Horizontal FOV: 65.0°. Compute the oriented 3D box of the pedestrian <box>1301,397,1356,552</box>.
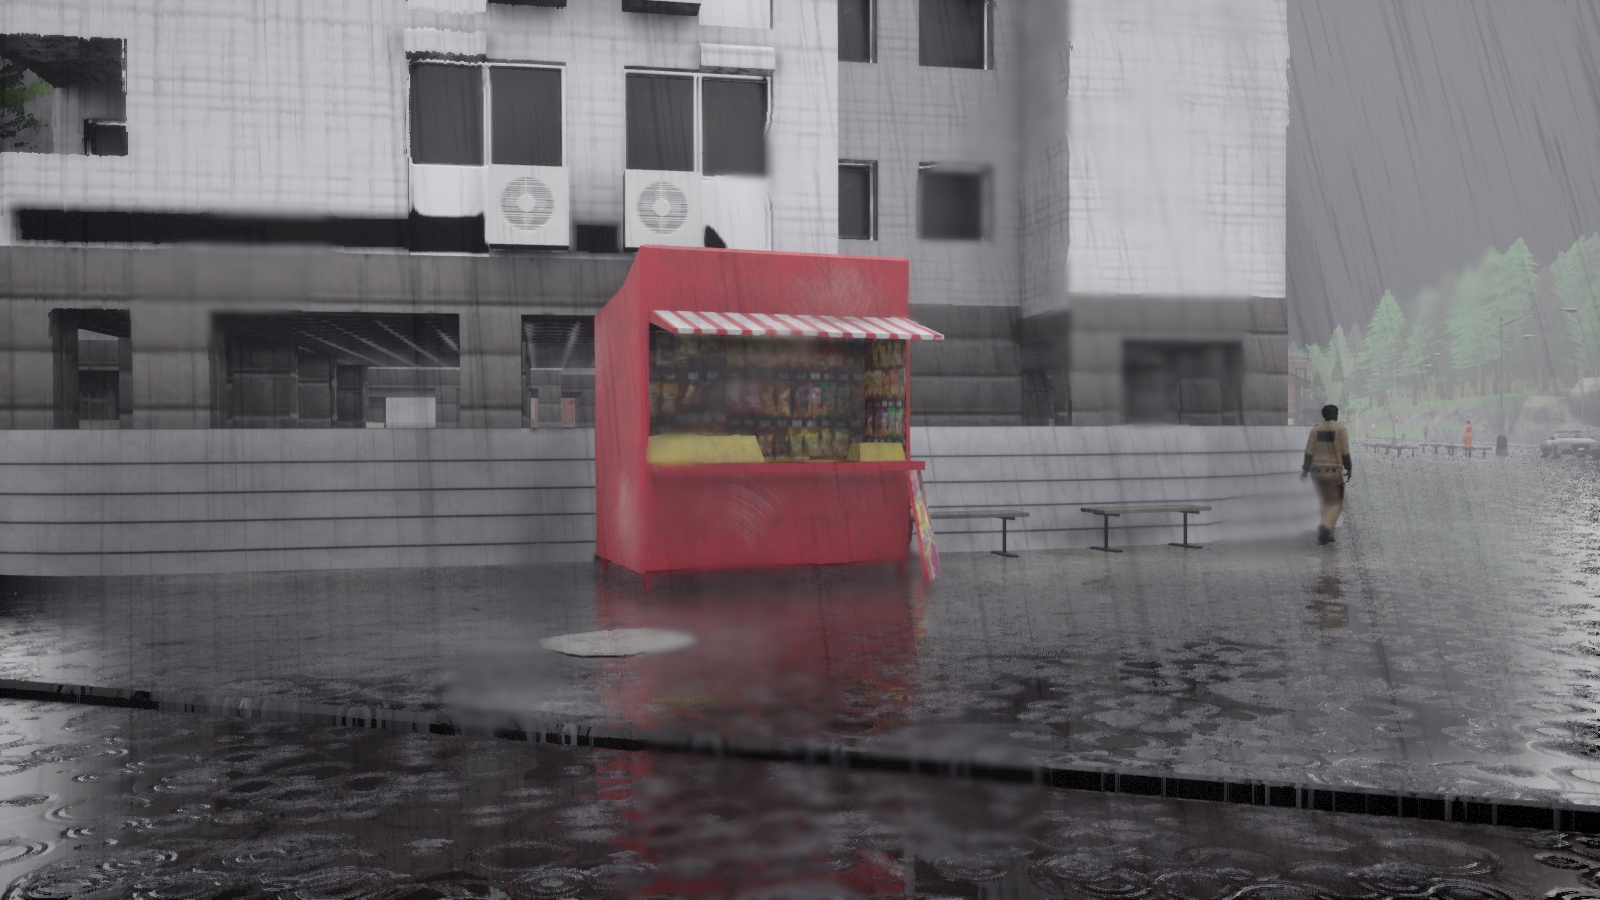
[{"bbox_3d":[6.737,0.305,16.004,0.692,1.930,0.396,-1,1,-44],"label":"pedestrian"}]

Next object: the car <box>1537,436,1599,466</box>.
[{"bbox_3d":[38.355,0.033,62.509,1.994,1.385,4.181,1,1,18],"label":"car"}]

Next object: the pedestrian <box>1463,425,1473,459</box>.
[{"bbox_3d":[36.171,-0.416,67.964,0.345,1.836,0.594,0,1,16],"label":"pedestrian"}]
